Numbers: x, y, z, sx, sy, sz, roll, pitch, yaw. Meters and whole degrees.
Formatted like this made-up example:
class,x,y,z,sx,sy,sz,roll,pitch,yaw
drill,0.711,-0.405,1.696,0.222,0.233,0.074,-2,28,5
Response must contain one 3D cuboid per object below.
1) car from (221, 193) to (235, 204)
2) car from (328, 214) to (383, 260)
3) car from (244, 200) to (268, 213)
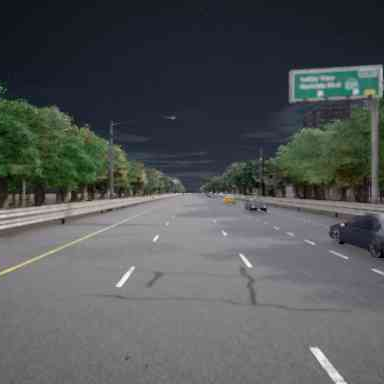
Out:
class,x,y,z,sx,sy,sz,roll,pitch,yaw
car,7.054,1.462,63.706,1.882,1.535,5.008,0,0,0
car,7.005,1.545,12.416,2.033,1.411,5.357,0,0,0
car,7.030,1.590,37.177,1.895,1.301,4.718,0,0,0
